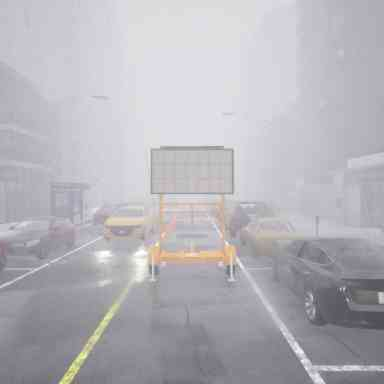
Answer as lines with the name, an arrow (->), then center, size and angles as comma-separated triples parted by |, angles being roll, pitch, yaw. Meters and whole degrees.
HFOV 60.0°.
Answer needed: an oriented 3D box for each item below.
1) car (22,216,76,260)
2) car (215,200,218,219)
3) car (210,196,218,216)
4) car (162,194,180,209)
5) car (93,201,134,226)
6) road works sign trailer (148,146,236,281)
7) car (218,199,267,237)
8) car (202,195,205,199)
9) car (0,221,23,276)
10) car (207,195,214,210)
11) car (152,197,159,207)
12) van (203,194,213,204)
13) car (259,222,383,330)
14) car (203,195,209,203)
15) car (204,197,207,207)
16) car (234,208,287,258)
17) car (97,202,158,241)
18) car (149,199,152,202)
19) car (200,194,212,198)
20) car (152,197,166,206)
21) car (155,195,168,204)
car -> -5.660, 1.581, 12.396 | 1.802, 1.307, 4.206 | 0, 0, 0
car -> 2.876, 1.523, 23.625 | 1.752, 1.417, 4.829 | 0, 0, 0
car -> 2.880, 1.436, 28.979 | 1.967, 1.590, 4.097 | 0, 0, 0
car -> -2.964, 1.471, 45.704 | 1.882, 1.535, 5.008 | 0, 0, 0
car -> -5.650, 1.542, 23.447 | 1.887, 1.381, 4.507 | 0, 0, 0
road works sign trailer -> 0.006, 0.464, 9.790 | 2.380, 3.560, 2.880 | 0, 0, 0
car -> 2.871, 1.313, 17.931 | 2.192, 1.841, 5.009 | 0, 0, 0
car -> 2.898, 1.559, 51.073 | 1.947, 1.339, 4.313 | 0, 0, 0
car -> -5.664, 1.544, 6.872 | 1.887, 1.381, 4.507 | 0, 0, 0
car -> 2.885, 1.435, 34.502 | 1.967, 1.590, 4.097 | 0, 0, 0
car -> -5.627, 1.575, 51.072 | 1.802, 1.307, 4.206 | 0, 0, 0
van -> 2.908, 1.332, 62.120 | 1.690, 1.788, 3.998 | 0, 0, 0
car -> 2.862, 1.565, 6.884 | 1.947, 1.339, 4.313 | 0, 0, 0
car -> 2.894, 1.544, 45.549 | 2.008, 1.369, 4.403 | 0, 0, 0
car -> 2.889, 1.545, 40.026 | 2.008, 1.369, 4.403 | 0, 0, 0
car -> 2.867, 1.524, 12.578 | 1.752, 1.417, 4.829 | 0, 0, 0
car -> -3.089, 1.476, 17.032 | 1.882, 1.535, 5.008 | 0, 0, 0
car -> -5.641, 1.561, 34.497 | 1.947, 1.339, 4.313 | 0, 0, 0
car -> 2.903, 1.307, 56.597 | 2.192, 1.841, 5.009 | 0, 0, 0
car -> -5.623, 1.558, 56.597 | 1.947, 1.339, 4.313 | 0, 0, 0
car -> -5.618, 1.431, 62.122 | 1.967, 1.590, 4.097 | 0, 0, 0
